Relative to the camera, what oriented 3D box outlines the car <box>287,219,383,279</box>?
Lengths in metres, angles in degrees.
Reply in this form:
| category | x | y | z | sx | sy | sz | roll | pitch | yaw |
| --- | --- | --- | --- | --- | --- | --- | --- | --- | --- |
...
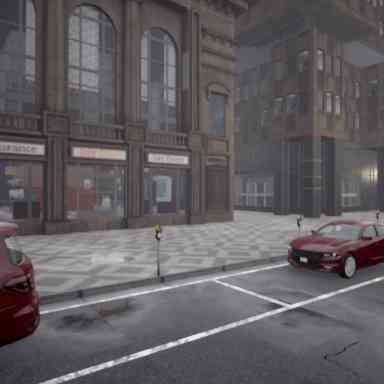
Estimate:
| category | x | y | z | sx | sy | sz | roll | pitch | yaw |
| --- | --- | --- | --- | --- | --- | --- | --- | --- | --- |
| car | 4.770 | 1.543 | 10.074 | 4.507 | 1.381 | 1.887 | 0 | 0 | -36 |

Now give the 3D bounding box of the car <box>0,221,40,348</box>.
| category | x | y | z | sx | sy | sz | roll | pitch | yaw |
| --- | --- | --- | --- | --- | --- | --- | --- | --- | --- |
| car | -4.336 | 1.315 | 3.546 | 5.009 | 1.841 | 2.192 | 0 | 0 | -36 |
